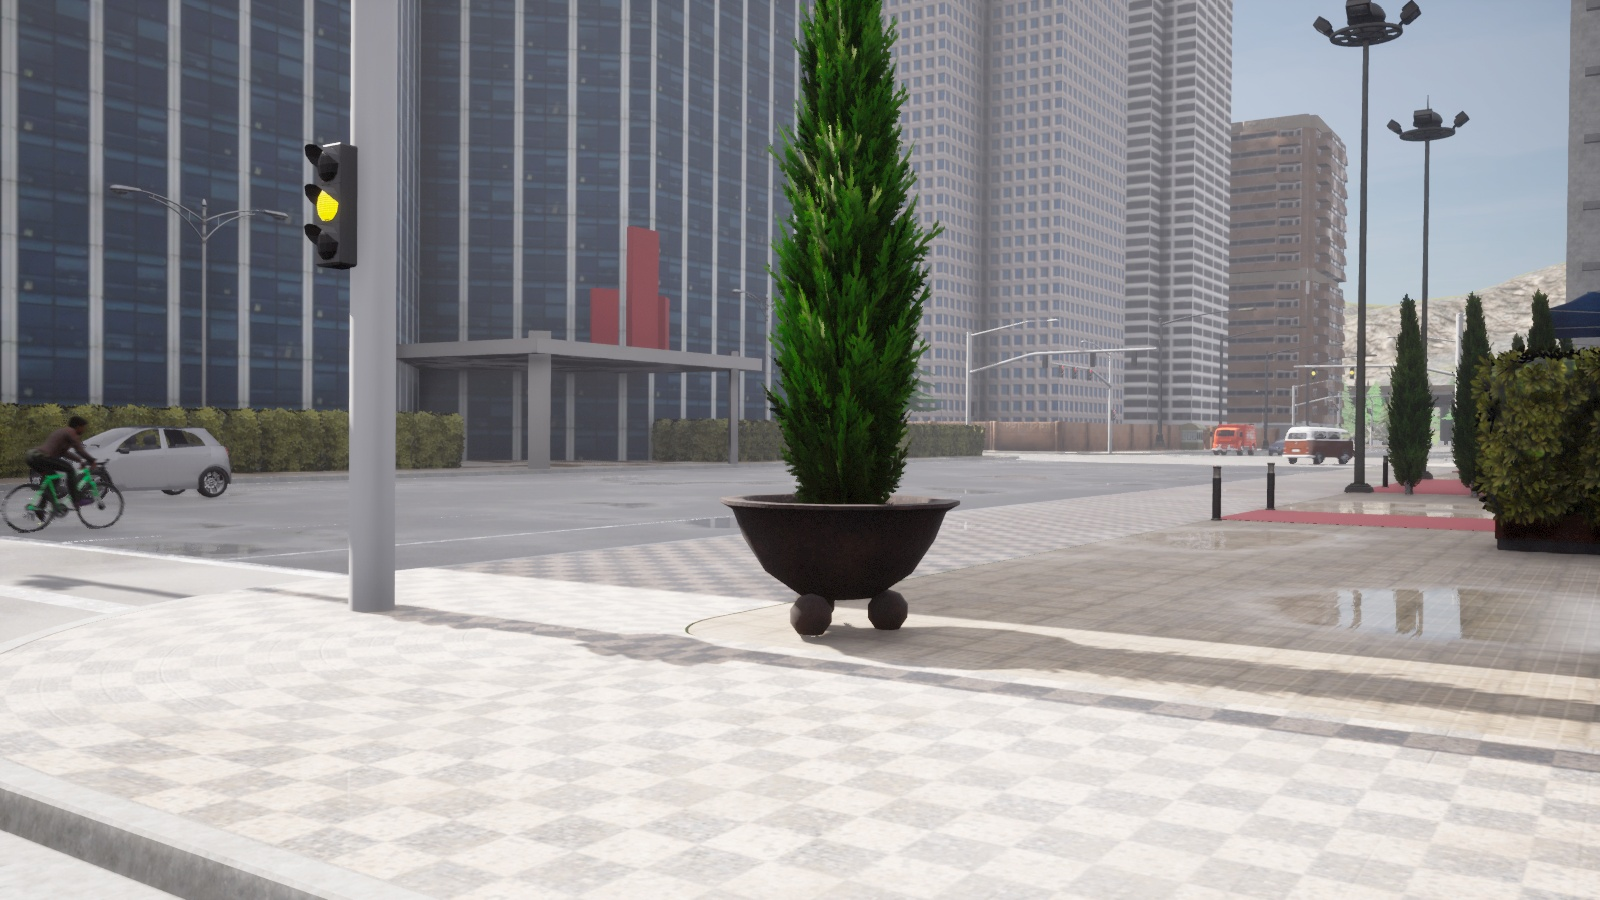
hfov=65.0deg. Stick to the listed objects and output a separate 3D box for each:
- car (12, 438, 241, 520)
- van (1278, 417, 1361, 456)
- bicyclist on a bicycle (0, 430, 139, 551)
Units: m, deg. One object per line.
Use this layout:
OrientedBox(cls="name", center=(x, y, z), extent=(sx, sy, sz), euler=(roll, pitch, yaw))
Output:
OrientedBox(cls="car", center=(-13.586, 0.520, 25.495), extent=(1.845, 1.501, 3.633), euler=(0, 1, 33))
OrientedBox(cls="van", center=(28.607, -0.748, 69.080), extent=(4.480, 2.038, 2.069), euler=(-1, 0, -35))
OrientedBox(cls="bicyclist on a bicycle", center=(-10.303, 0.536, 17.699), extent=(0.582, 1.620, 1.656), euler=(0, 1, 33))
